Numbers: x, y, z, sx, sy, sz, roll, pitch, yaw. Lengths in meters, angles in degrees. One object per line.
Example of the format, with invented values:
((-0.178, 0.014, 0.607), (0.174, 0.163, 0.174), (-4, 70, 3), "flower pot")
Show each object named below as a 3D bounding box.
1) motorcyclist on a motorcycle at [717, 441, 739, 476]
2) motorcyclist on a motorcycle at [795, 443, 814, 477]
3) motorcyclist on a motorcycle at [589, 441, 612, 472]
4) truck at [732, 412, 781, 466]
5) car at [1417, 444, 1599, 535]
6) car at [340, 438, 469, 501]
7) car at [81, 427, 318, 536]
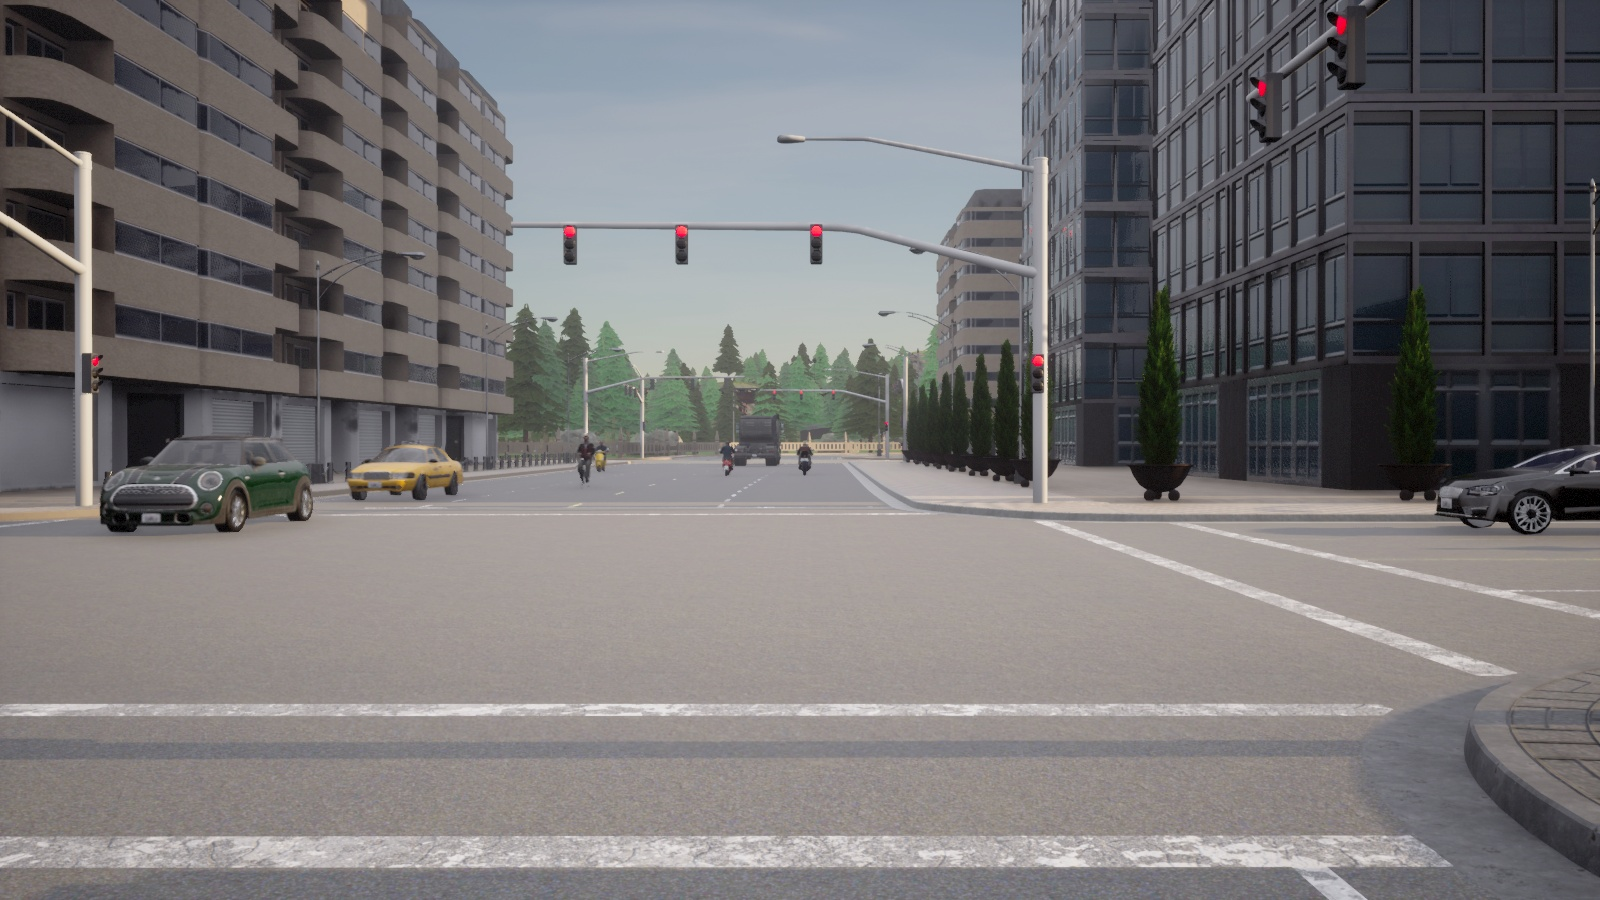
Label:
((-3.290, 0.373, 57.479), (0.866, 1.590, 1.817), (0, 0, 1), "motorcyclist on a motorcycle")
((0.236, 0.449, 58.908), (0.866, 1.530, 2.191), (0, 0, 1), "motorcyclist on a motorcycle")
((-10.171, 0.329, 64.178), (0.866, 1.590, 1.817), (0, 0, 1), "motorcyclist on a motorcycle")
((-2.822, -0.710, 83.605), (2.891, 3.462, 7.936), (0, 0, 1), "truck")
((13.678, 0.646, 21.788), (4.902, 1.511, 2.128), (0, 0, 1), "car")
((-10.627, 0.484, 34.196), (1.801, 1.575, 5.366), (0, 0, 0), "car")
((-10.563, 0.498, 22.533), (2.097, 1.767, 4.553), (0, 0, 0), "car")
